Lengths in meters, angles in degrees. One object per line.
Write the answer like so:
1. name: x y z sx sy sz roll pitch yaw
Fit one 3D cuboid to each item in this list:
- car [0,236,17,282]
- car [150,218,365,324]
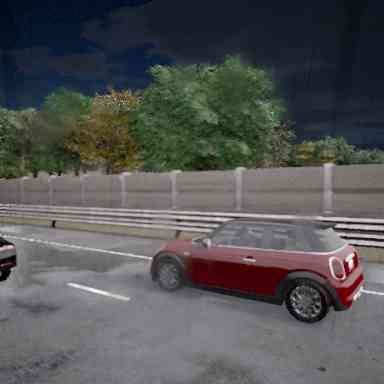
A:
1. car: -6.426 1.505 8.571 4.902 1.511 2.128 0 0 35
2. car: 1.220 1.355 7.419 4.553 1.767 2.097 0 0 35
